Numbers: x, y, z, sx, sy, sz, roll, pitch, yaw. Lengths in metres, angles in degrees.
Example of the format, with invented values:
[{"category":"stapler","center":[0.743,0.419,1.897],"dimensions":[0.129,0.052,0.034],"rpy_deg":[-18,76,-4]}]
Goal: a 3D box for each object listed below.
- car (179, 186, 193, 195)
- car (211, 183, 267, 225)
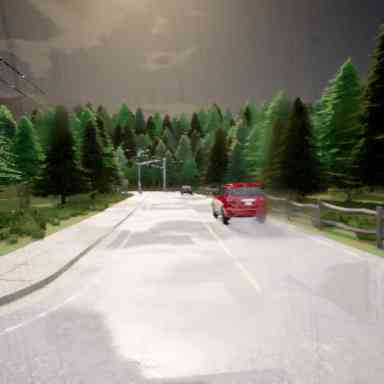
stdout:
[{"category":"car","center":[-1.006,-0.244,54.959],"dimensions":[1.837,1.490,4.892],"rpy_deg":[-1,1,-7]},{"category":"car","center":[2.447,0.557,18.367],"dimensions":[2.150,2.045,5.566],"rpy_deg":[-1,2,-5]}]
